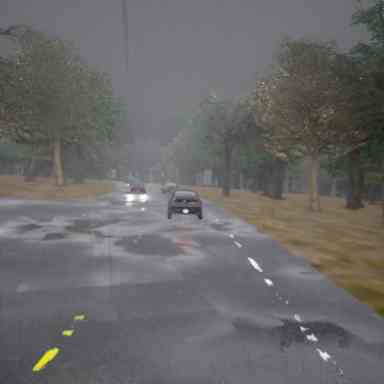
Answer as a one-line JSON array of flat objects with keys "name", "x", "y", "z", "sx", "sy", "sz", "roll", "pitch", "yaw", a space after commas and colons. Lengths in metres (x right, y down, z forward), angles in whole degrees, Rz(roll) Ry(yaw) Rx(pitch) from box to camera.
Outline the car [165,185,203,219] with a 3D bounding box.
[{"name": "car", "x": -0.463, "y": 0.592, "z": 19.024, "sx": 1.837, "sy": 1.490, "sz": 4.892, "roll": 2, "pitch": 3, "yaw": -4}]

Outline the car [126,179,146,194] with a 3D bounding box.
[{"name": "car", "x": -6.268, "y": -0.512, "z": 38.805, "sx": 1.895, "sy": 1.301, "sz": 4.718, "roll": 2, "pitch": 3, "yaw": -8}]

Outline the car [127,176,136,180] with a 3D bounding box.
[{"name": "car", "x": -9.391, "y": -1.515, "z": 56.183, "sx": 2.033, "sy": 1.411, "sz": 5.357, "roll": 2, "pitch": 3, "yaw": -12}]

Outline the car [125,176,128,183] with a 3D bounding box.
[{"name": "car", "x": -13.238, "y": -2.633, "z": 71.541, "sx": 2.097, "sy": 1.767, "sz": 4.553, "roll": 1, "pitch": 3, "yaw": -15}]

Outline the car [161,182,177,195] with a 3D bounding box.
[{"name": "car", "x": -2.571, "y": -0.456, "z": 39.024, "sx": 1.812, "sy": 1.442, "sz": 4.674, "roll": 2, "pitch": 3, "yaw": -8}]
